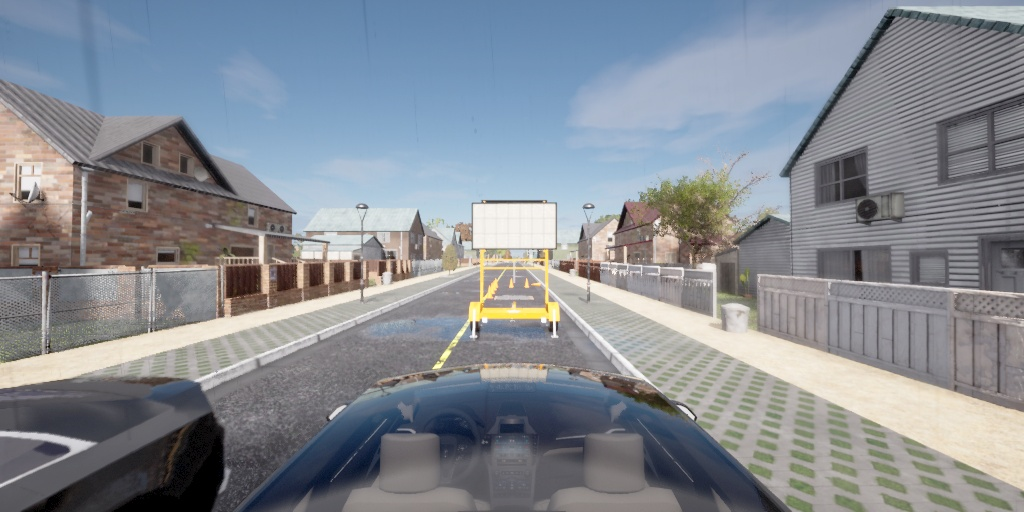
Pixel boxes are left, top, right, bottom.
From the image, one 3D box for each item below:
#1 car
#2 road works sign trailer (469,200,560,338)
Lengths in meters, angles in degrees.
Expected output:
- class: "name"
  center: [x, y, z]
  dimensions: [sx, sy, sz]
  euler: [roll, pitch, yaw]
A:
- class: "car"
  center: [-2.752, 1.240, 0.250]
  dimensions: [2.128, 1.511, 4.902]
  euler: [0, 0, 0]
- class: "road works sign trailer"
  center: [0.066, 0.221, 10.224]
  dimensions: [2.380, 3.560, 2.880]
  euler: [0, 0, 1]
